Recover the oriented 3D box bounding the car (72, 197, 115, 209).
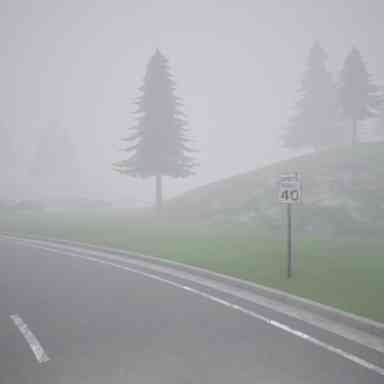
[{"bbox_3d":[-13.156,1.601,44.647,1.895,1.301,4.718,0,0,38],"label":"car"}]

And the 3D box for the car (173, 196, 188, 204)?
[{"bbox_3d":[-2.882,1.548,63.473,2.033,1.411,5.357,0,0,38],"label":"car"}]

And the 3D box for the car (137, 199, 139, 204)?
[{"bbox_3d":[-11.983,1.601,63.221,1.895,1.301,4.718,0,0,38],"label":"car"}]

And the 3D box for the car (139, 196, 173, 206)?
[{"bbox_3d":[-5.827,1.353,54.065,2.097,1.767,4.553,0,0,38],"label":"car"}]

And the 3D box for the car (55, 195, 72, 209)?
[{"bbox_3d":[-16.042,1.491,46.636,2.128,1.511,4.902,0,0,38],"label":"car"}]

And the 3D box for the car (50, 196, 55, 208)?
[{"bbox_3d":[-19.314,1.352,48.124,2.097,1.767,4.553,0,0,39],"label":"car"}]

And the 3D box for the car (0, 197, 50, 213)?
[{"bbox_3d":[-18.883,1.526,37.276,1.812,1.442,4.674,0,0,38],"label":"car"}]

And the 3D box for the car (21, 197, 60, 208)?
[{"bbox_3d":[-22.554,1.478,49.655,1.882,1.535,5.008,0,0,38],"label":"car"}]

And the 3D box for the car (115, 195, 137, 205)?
[{"bbox_3d":[-12.358,1.352,57.064,2.097,1.767,4.553,0,0,38],"label":"car"}]
